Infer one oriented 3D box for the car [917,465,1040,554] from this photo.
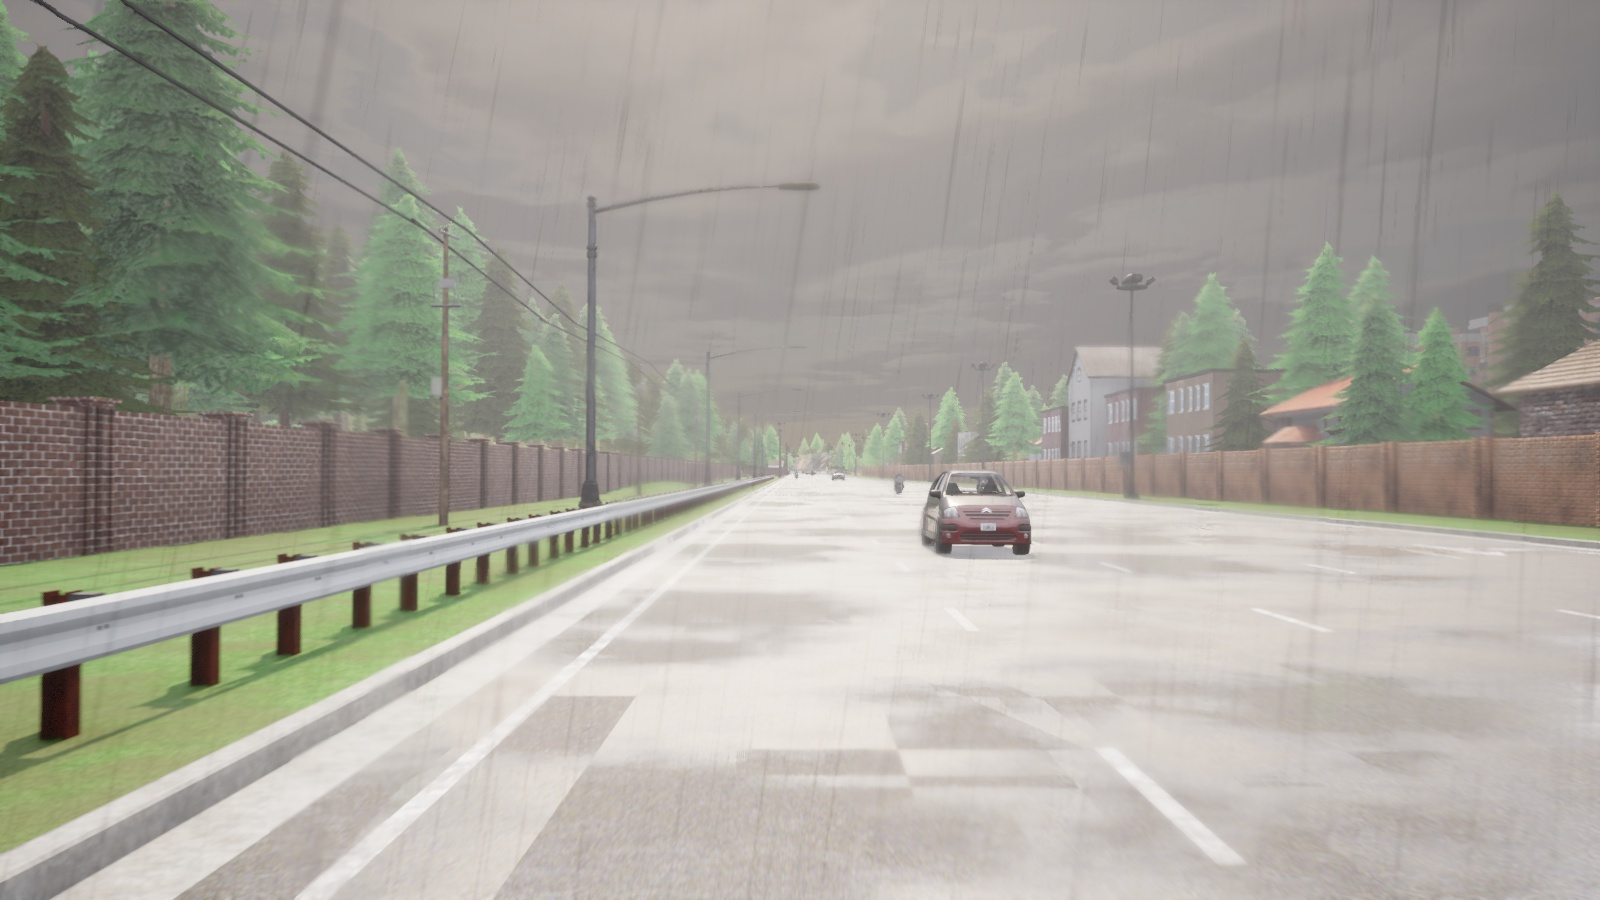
[{"bbox_3d":[3.438,1.115,24.843,1.851,1.617,3.988,0,-1,0],"label":"car"}]
